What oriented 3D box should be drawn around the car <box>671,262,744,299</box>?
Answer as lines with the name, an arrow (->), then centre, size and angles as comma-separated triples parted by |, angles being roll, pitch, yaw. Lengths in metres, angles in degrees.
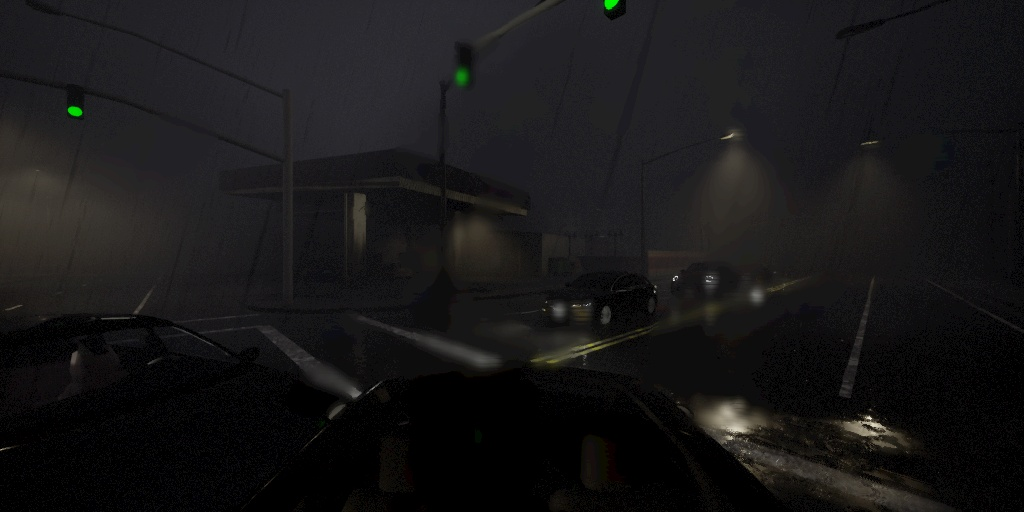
car -> 9.938, 1.102, 18.353 | 4.553, 1.767, 2.097 | 0, 0, -44

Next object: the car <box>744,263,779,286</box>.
car -> 16.947, 1.314, 25.181 | 1.994, 1.385, 4.181 | 0, 0, 45

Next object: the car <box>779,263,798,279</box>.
car -> 24.163, 1.314, 32.149 | 4.181, 1.385, 1.994 | 0, 0, -44

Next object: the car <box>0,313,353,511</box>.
car -> -3.390, 1.242, 2.647 | 4.902, 1.511, 2.128 | 0, 0, 16

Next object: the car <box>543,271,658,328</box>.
car -> 3.018, 1.255, 11.590 | 4.892, 1.490, 1.837 | 0, 0, -45
